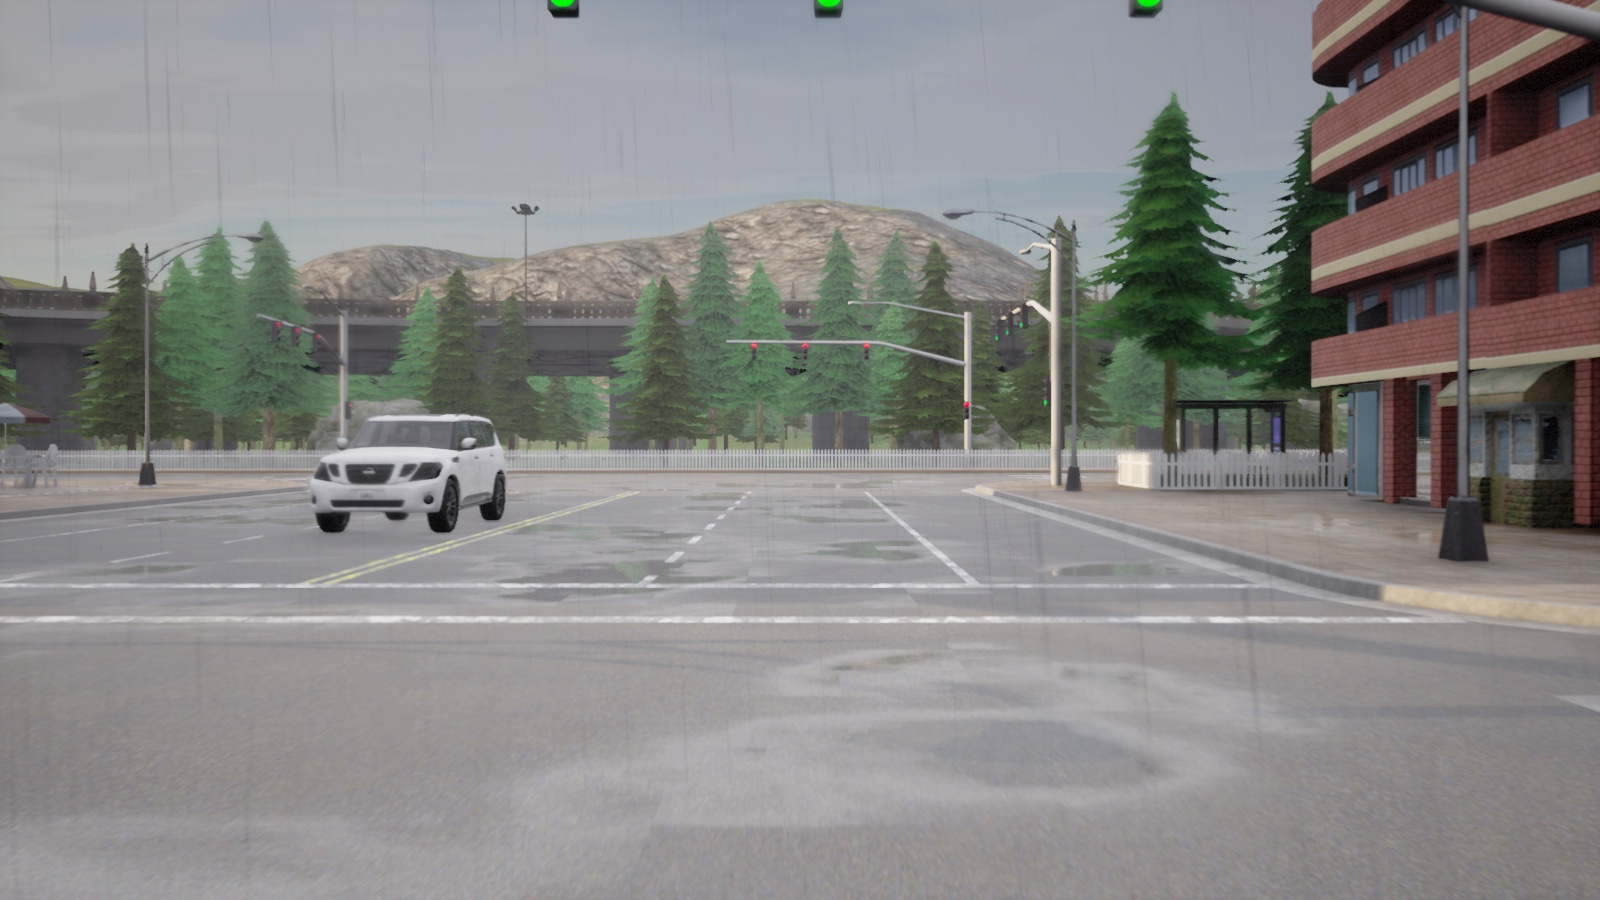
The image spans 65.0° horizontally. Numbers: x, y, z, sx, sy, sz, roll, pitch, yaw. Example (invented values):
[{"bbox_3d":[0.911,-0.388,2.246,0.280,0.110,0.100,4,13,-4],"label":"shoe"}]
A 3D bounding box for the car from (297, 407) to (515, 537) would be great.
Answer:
[{"bbox_3d":[-6.855,0.332,22.635,2.150,2.045,5.566,0,0,0],"label":"car"}]
